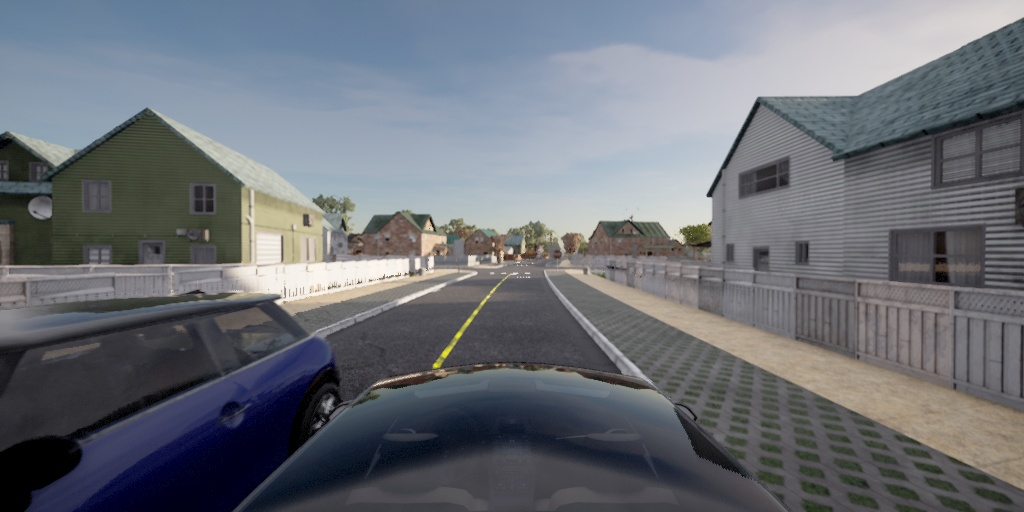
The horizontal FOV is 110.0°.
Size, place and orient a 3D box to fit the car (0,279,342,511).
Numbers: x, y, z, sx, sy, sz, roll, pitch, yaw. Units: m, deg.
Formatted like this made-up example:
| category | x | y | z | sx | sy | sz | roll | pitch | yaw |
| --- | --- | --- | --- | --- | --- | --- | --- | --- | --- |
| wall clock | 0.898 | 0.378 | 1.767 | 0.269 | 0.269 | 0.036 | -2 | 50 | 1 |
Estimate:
| category | x | y | z | sx | sy | sz | roll | pitch | yaw |
| --- | --- | --- | --- | --- | --- | --- | --- | --- | --- |
| car | -2.816 | 1.101 | 1.816 | 2.097 | 1.767 | 4.553 | 0 | 0 | 0 |

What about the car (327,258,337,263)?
| category | x | y | z | sx | sy | sz | roll | pitch | yaw |
| --- | --- | --- | --- | --- | --- | --- | --- | --- | --- |
| car | -20.406 | 0.630 | 38.433 | 4.902 | 1.511 | 2.128 | 0 | 1 | -12 |

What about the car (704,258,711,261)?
| category | x | y | z | sx | sy | sz | roll | pitch | yaw |
| --- | --- | --- | --- | --- | --- | --- | --- | --- | --- |
| car | 26.817 | 1.017 | 48.596 | 5.357 | 1.411 | 2.033 | 1 | 1 | -12 |
